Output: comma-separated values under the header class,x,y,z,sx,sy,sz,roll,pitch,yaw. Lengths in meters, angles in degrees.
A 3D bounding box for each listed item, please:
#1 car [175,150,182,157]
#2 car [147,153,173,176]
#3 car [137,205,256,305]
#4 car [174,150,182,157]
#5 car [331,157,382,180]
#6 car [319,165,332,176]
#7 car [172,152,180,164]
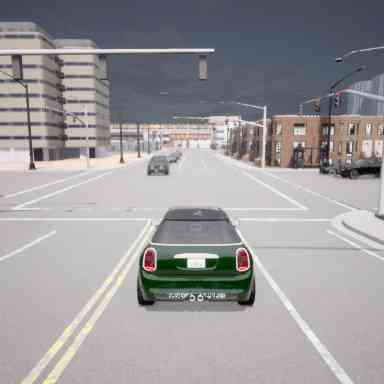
class,x,y,z,sx,sy,sz,roll,pitch,yaw
car,-3.422,-7.448,68.514,2.128,1.511,4.902,0,9,0
car,-3.558,-2.898,36.147,2.150,2.045,5.566,0,8,0
car,0.084,1.072,7.698,2.097,1.767,4.553,0,4,0
car,-3.406,-9.643,82.888,1.882,1.535,5.008,0,9,0
car,17.060,-2.326,32.297,5.566,2.045,2.150,0,9,1
car,15.977,-2.506,35.817,4.181,1.385,1.994,0,9,0
car,-3.522,-5.497,55.837,1.994,1.385,4.181,0,8,0
